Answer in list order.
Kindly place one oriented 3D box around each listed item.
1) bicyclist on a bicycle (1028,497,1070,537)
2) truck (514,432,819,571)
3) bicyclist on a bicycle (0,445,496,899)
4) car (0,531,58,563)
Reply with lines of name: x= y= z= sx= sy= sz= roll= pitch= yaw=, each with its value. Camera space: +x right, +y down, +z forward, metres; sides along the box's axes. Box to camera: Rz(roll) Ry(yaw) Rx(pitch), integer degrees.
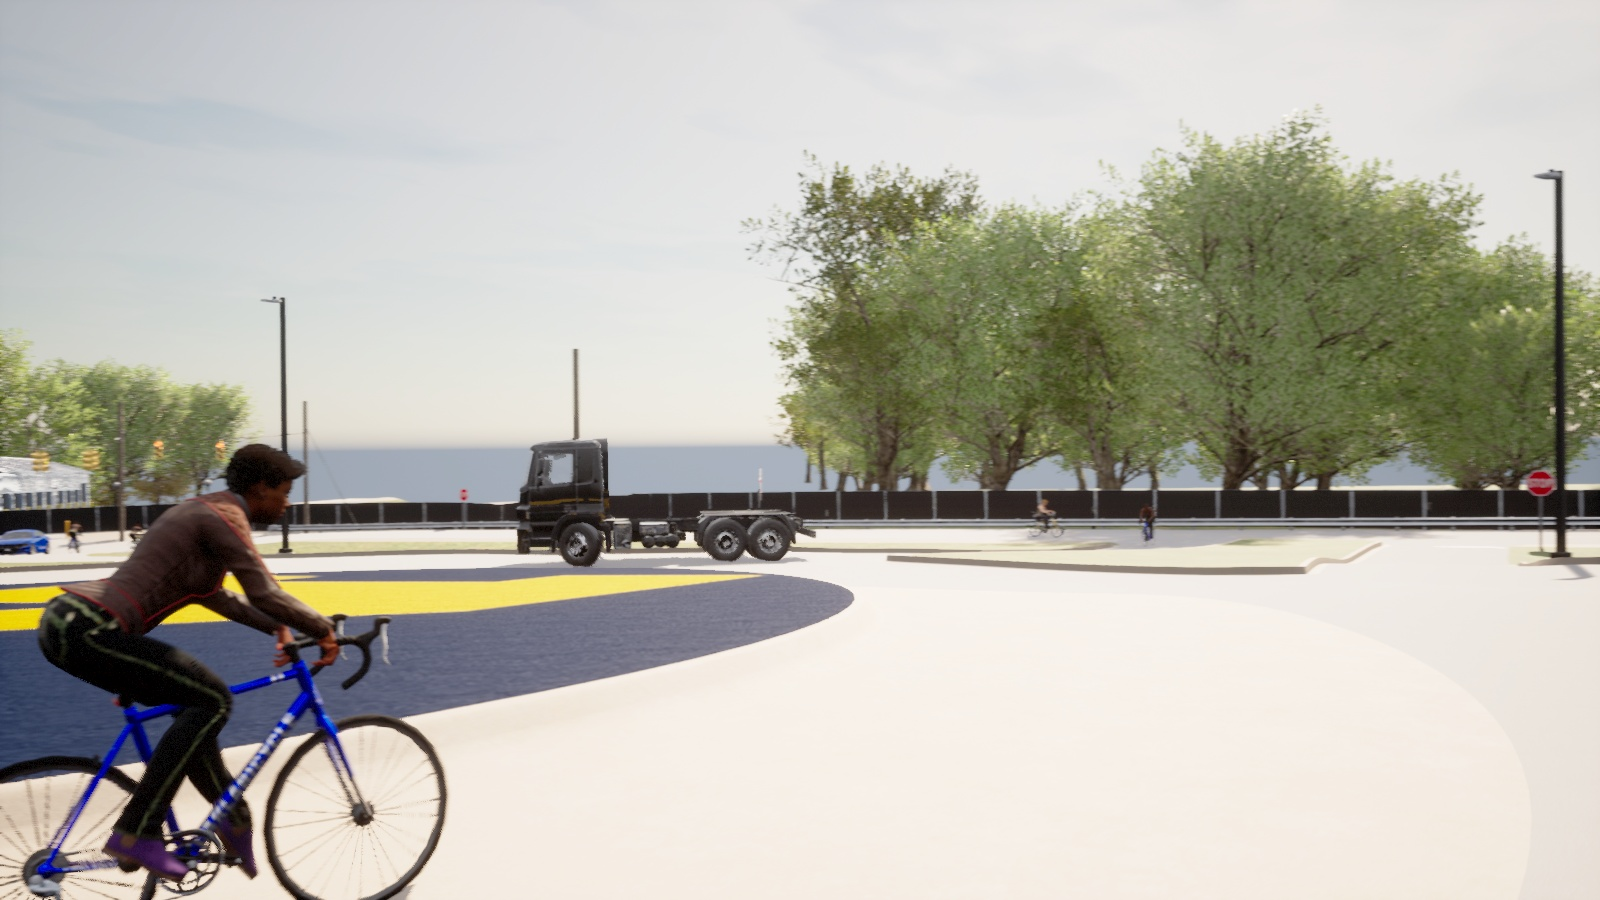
bicyclist on a bicycle: x=10.512 y=2.829 z=52.963 sx=1.509 sy=1.612 sz=0.866 roll=-1 pitch=0 yaw=31
truck: x=-3.628 y=1.354 z=34.514 sx=7.936 sy=3.462 sz=2.891 roll=-1 pitch=-1 yaw=-7
bicyclist on a bicycle: x=-1.888 y=0.810 z=4.057 sx=1.656 sy=1.620 sz=0.582 roll=0 pitch=-3 yaw=-41
car: x=-41.860 y=5.227 z=67.848 sx=1.882 sy=1.535 sz=5.008 roll=-3 pitch=-2 yaw=-18
